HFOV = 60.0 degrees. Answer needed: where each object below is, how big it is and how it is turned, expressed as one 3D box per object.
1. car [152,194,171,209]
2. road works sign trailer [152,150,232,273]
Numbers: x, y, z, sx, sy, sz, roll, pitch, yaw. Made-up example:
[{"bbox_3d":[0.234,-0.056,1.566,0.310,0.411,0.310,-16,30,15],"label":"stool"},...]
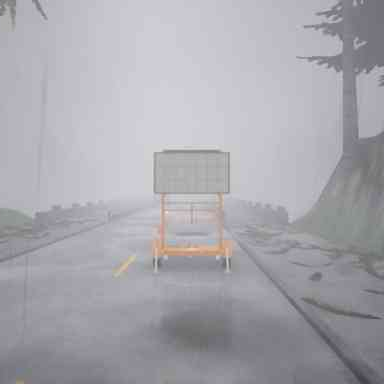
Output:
[{"bbox_3d":[-4.113,1.212,45.166,2.150,2.045,5.566,0,0,0],"label":"car"},{"bbox_3d":[-0.004,0.462,10.649,2.380,3.560,2.880,0,0,0],"label":"road works sign trailer"}]
